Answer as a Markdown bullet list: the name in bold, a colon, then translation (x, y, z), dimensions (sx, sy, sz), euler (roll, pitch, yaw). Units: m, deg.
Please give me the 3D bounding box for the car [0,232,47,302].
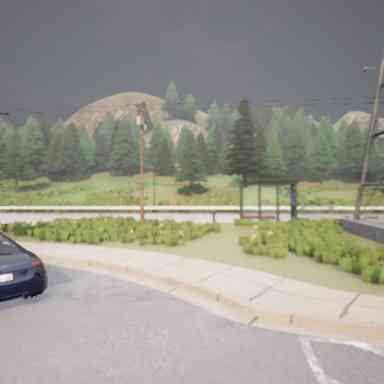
- **car**: translation (-5.049, 1.572, 7.470), dimensions (4.181, 1.385, 1.994), euler (0, 0, 40)
